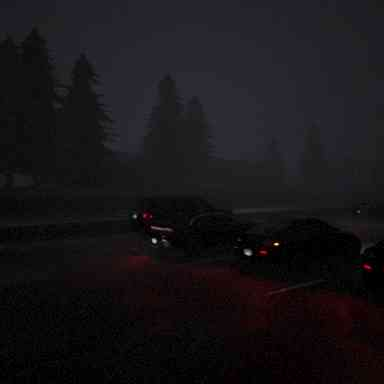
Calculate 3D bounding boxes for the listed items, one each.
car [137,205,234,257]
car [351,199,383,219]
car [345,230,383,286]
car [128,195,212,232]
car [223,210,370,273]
[{"bbox_3d":[0.675,1.444,12.822,4.902,1.511,2.128,0,0,-36],"label":"car"},{"bbox_3d":[14.981,1.323,27.321,4.902,1.511,2.128,0,0,-35],"label":"car"},{"bbox_3d":[5.835,1.470,7.905,4.674,1.442,1.812,0,0,-36],"label":"car"},{"bbox_3d":[-0.364,1.167,16.381,5.566,2.045,2.150,0,0,-35],"label":"car"},{"bbox_3d":[3.411,1.473,10.474,4.674,1.442,1.812,0,0,-35],"label":"car"}]
